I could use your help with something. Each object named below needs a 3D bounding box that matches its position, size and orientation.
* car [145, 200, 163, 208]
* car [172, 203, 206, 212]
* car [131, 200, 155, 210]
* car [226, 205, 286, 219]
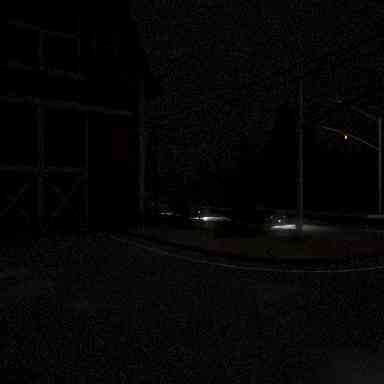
[{"bbox_3d":[-5.404,1.866,41.044,1.895,1.301,4.718,0,0,-34],"label":"car"},{"bbox_3d":[-0.417,1.783,33.781,1.994,1.385,4.181,0,0,-34],"label":"car"},{"bbox_3d":[-7.491,1.884,50.613,1.994,1.385,4.181,0,0,-34],"label":"car"},{"bbox_3d":[4.805,1.719,26.171,2.033,1.411,5.357,0,0,-34],"label":"car"}]
